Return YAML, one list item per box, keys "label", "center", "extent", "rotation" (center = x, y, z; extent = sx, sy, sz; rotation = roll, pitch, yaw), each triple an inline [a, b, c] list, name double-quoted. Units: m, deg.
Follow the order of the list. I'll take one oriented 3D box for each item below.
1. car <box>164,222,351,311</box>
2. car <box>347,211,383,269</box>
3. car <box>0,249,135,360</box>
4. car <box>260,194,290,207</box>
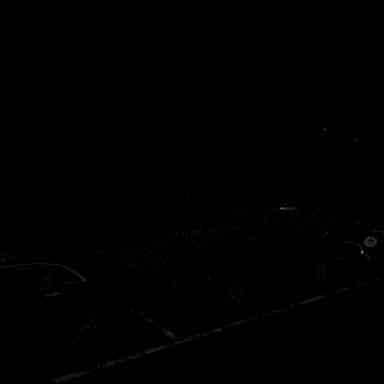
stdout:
- label: "car"
  center: [1.486, 1.516, 7.690]
  extent: [4.507, 1.381, 1.887]
  rotation: [0, 0, -35]
- label: "car"
  center: [5.936, 1.383, 10.848]
  extent: [4.097, 1.590, 1.967]
  rotation: [0, 0, -35]
- label: "car"
  center: [-2.964, 1.551, 4.532]
  extent: [4.403, 1.369, 2.008]
  rotation: [0, 0, -35]
- label: "car"
  center: [8.616, 0.962, 36.277]
  extent: [1.994, 1.385, 4.181]
  rotation: [0, 1, -35]
